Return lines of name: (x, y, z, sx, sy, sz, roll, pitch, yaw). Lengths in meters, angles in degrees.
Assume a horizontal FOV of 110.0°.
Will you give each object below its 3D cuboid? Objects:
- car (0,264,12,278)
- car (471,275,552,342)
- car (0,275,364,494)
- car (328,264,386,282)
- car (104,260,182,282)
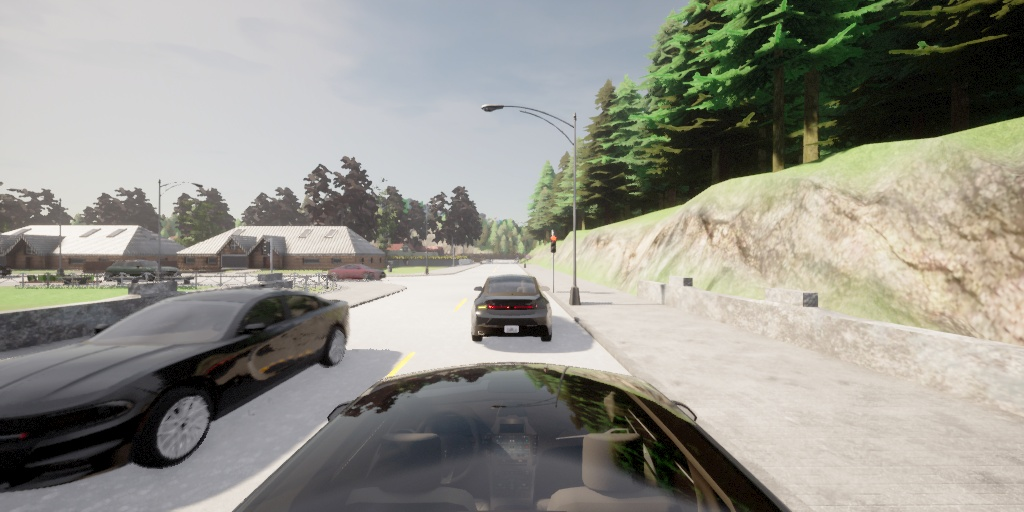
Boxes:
car: (-48.130, 1.228, 32.051, 5.008, 1.535, 1.882, 0, 0, 0)
car: (-0.009, 1.255, 9.792, 1.837, 1.490, 4.892, 0, 0, 0)
car: (-4.112, 1.227, 5.087, 1.882, 1.535, 5.008, 0, 0, 0)
car: (-12.198, 1.315, 28.295, 4.181, 1.385, 1.994, 0, 0, -2)
car: (-28.744, 1.102, 28.075, 4.553, 1.767, 2.097, 0, 0, 0)
